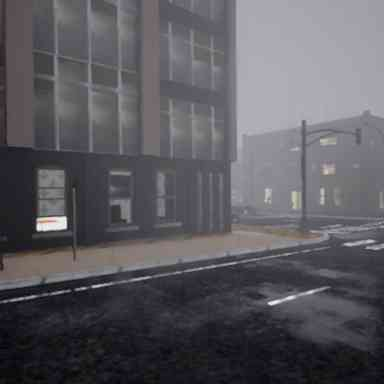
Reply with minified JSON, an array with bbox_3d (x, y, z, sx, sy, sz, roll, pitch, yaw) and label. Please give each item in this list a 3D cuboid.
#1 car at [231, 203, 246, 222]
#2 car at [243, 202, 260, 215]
[{"bbox_3d":[2.229,1.918,28.912,1.947,1.339,4.313,-2,0,-37],"label":"car"},{"bbox_3d":[5.868,1.896,38.500,2.008,1.369,4.403,-2,0,-37],"label":"car"}]
